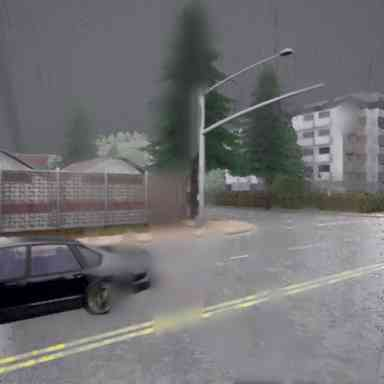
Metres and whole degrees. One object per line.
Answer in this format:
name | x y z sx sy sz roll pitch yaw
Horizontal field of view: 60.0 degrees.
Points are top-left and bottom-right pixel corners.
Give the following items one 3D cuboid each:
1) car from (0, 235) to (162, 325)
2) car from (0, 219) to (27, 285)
car | -3.202 1.537 5.977 5.357 1.411 2.033 0 0 -35
car | -6.913 1.533 7.658 5.357 1.411 2.033 0 0 -35
